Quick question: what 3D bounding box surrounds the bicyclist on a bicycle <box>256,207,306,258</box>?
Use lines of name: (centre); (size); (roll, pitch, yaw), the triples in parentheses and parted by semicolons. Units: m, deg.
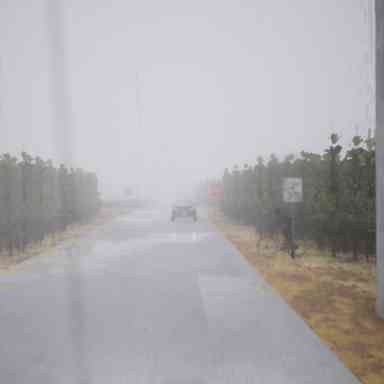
bicyclist on a bicycle: (2.912, 1.329, 10.809); (1.656, 1.620, 0.582); (0, 0, -2)

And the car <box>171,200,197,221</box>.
car: (-0.617, 1.330, 25.419); (1.812, 1.442, 4.674); (0, 0, -2)
